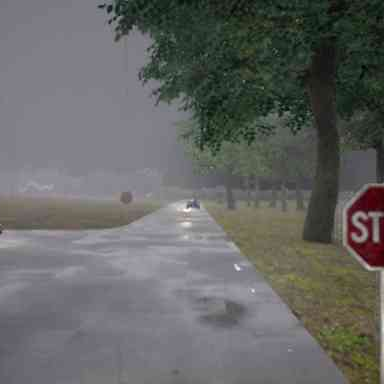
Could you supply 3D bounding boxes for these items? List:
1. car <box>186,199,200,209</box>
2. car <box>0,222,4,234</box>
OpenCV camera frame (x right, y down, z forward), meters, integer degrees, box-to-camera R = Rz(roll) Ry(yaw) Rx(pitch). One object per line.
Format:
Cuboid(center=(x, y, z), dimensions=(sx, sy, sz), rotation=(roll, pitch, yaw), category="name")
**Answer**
Cuboid(center=(0.162, 1.760, 49.604), dimensions=(1.812, 1.442, 4.674), rotation=(0, 0, 0), category="car")
Cuboid(center=(-10.333, 1.142, 12.765), dimensions=(5.357, 1.411, 2.033), rotation=(3, -1, -6), category="car")
